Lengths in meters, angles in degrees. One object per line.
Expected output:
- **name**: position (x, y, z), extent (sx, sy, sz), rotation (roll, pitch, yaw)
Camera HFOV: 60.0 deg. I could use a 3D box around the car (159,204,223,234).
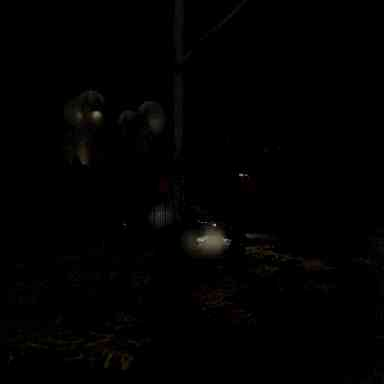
- **car**: position (-0.199, 1.505, 19.565), extent (1.837, 1.490, 4.892), rotation (0, 0, -35)
